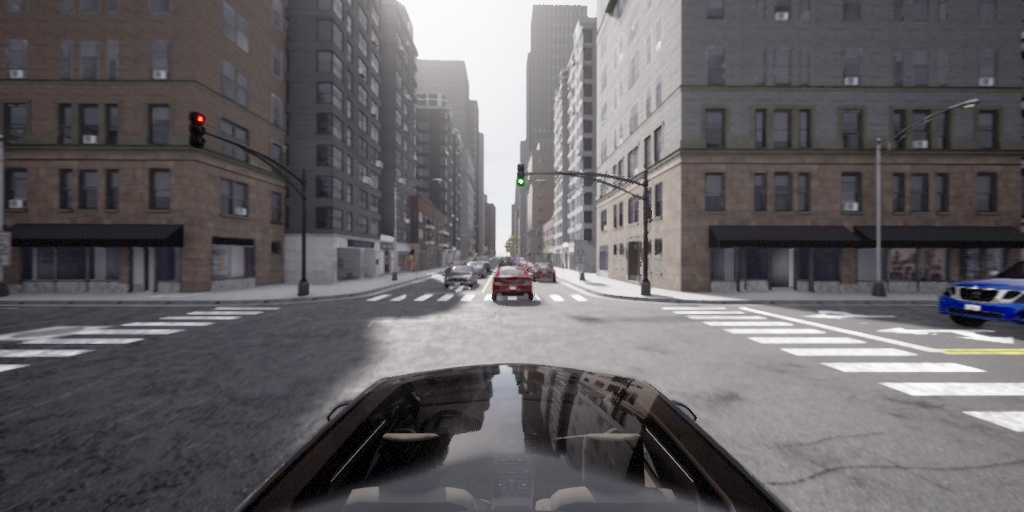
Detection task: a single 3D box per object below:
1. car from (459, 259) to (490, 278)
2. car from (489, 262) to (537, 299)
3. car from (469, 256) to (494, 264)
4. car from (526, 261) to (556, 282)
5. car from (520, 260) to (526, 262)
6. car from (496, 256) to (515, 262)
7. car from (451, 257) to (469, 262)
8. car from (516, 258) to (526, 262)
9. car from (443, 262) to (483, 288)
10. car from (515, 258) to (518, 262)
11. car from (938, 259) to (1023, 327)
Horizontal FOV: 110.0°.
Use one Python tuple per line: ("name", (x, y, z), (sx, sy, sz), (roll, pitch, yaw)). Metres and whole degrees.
("car", (-3.508, 1.282, 34.458), (2.128, 1.511, 4.902), (0, 0, -1))
("car", (-0.015, 1.252, 18.151), (1.882, 1.535, 5.008), (0, 0, -1))
("car", (-3.774, 1.025, 45.041), (2.150, 2.045, 5.566), (0, 0, -1))
("car", (2.473, 1.235, 29.629), (1.967, 1.591, 4.097), (0, 0, -1))
("car", (2.187, 1.390, 40.935), (1.802, 1.307, 4.207), (0, 0, -1))
("car", (-1.035, 1.054, 55.403), (2.150, 2.045, 5.566), (0, 0, -1))
("car", (-6.336, 1.233, 40.728), (1.967, 1.591, 4.097), (0, 0, -1))
("car", (1.902, 1.409, 52.236), (1.802, 1.307, 4.207), (0, 0, -1))
("car", (-3.319, 1.326, 24.240), (2.033, 1.411, 5.357), (0, 0, -1))
("car", (1.759, 1.391, 57.888), (1.888, 1.381, 4.507), (0, 0, -1))
("car", (14.799, 0.997, 9.315), (5.566, 2.045, 2.150), (0, 0, 1))
